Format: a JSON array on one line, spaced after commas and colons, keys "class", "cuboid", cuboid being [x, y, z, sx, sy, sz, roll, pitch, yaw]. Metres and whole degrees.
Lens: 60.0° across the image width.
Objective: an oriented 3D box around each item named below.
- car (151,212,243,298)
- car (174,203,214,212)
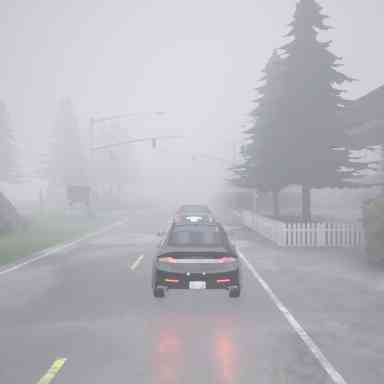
[{"class": "car", "cuboid": [0.100, 1.492, 8.517, 2.128, 1.511, 4.902, 0, 0, 0]}, {"class": "car", "cuboid": [0.101, 1.352, 17.670, 2.097, 1.767, 4.553, 0, 0, 0]}]
